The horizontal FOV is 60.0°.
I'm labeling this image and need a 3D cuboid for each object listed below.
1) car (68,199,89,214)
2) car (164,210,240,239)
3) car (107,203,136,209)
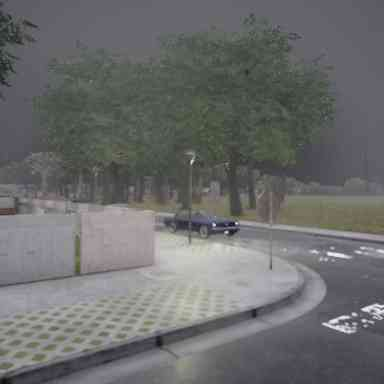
[{"bbox_3d":[-12.307,1.544,35.954,1.812,1.442,4.674,1,0,-35],"label":"car"},{"bbox_3d":[0.418,1.653,17.955,1.895,1.301,4.718,1,0,-35],"label":"car"},{"bbox_3d":[-5.676,1.583,26.565,2.033,1.411,5.357,1,0,-36],"label":"car"}]
